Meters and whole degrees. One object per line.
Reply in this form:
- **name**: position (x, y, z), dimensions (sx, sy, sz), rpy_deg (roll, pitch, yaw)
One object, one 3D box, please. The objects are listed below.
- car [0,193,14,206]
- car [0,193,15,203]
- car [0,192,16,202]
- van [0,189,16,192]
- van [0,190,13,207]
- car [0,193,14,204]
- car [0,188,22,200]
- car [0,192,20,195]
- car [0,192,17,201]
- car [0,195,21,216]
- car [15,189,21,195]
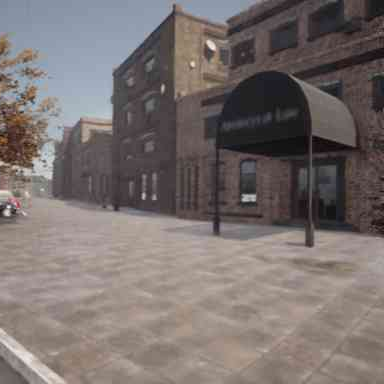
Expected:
- **car**: position (-26.292, 0.973, 43.439), dimensions (5.366, 1.575, 1.946), rpy_deg (1, 0, -28)
- **car**: position (-29.851, 0.870, 50.818), dimensions (4.792, 1.488, 2.163), rpy_deg (1, 1, -26)
- **car**: position (-31.082, 0.791, 53.256), dimensions (4.892, 1.521, 2.231), rpy_deg (1, 1, -25)
- **van**: position (-19.552, 0.950, 31.694), dimensions (4.442, 1.987, 1.878), rpy_deg (1, 0, -30)
- **van**: position (-24.721, 0.800, 41.178), dimensions (4.442, 1.987, 1.878), rpy_deg (1, 0, -29)
- **car**: position (-28.679, 0.917, 48.354), dimensions (4.792, 1.488, 2.163), rpy_deg (1, 1, -27)
- **car**: position (-35.685, 0.351, 63.301), dimensions (5.566, 2.045, 2.435), rpy_deg (1, 0, -23)
- **car**: position (-18.030, 1.088, 29.392), dimensions (4.553, 1.767, 2.185), rpy_deg (1, 0, -30)
- **car**: position (-33.480, 0.715, 58.304), dimensions (4.792, 1.488, 2.163), rpy_deg (1, 0, -24)
- **car**: position (-16.669, 1.248, 26.999), dimensions (4.892, 1.521, 2.231), rpy_deg (1, 0, -30)
- **car**: position (-20.822, 0.892, 34.131), dimensions (5.566, 2.045, 2.435), rpy_deg (1, 0, -30)
